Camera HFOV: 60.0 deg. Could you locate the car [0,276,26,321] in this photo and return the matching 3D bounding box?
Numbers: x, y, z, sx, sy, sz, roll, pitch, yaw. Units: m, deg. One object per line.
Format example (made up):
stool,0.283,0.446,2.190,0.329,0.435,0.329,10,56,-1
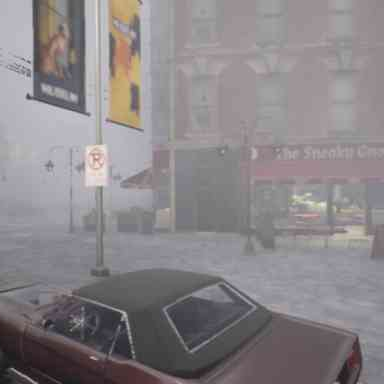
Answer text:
car,-5.832,1.601,6.568,4.674,1.452,2.002,-1,0,25
